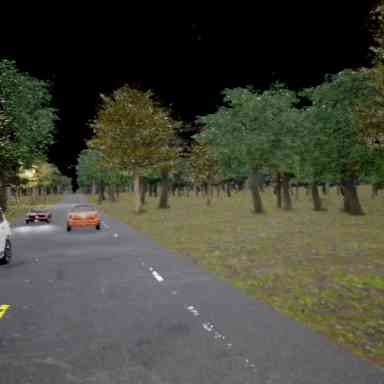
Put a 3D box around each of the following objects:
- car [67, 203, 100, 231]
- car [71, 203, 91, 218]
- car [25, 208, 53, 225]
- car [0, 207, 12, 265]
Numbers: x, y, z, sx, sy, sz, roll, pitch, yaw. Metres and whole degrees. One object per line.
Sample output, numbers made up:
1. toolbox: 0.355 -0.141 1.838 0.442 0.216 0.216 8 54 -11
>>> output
1. car: -7.819 1.697 23.895 2.097 1.767 4.553 -1 -1 -19
2. car: -13.127 2.082 39.240 2.128 1.511 4.902 -1 -1 -19
3. car: -13.690 2.125 29.897 1.895 1.301 4.718 -1 -1 -19
4. car: -6.752 1.422 9.532 2.150 2.045 5.566 -1 -1 -19
